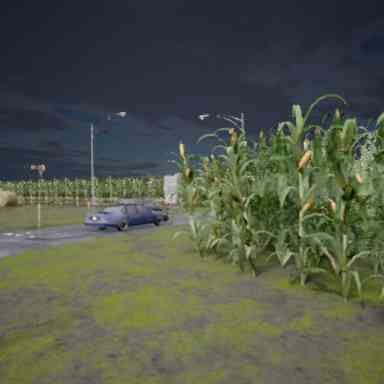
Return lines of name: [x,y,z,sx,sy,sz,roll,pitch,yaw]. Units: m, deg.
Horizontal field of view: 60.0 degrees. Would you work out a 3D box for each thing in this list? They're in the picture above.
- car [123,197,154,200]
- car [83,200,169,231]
car: [-4.215,1.213,23.438,2.097,1.767,4.553,-1,0,35]
car: [-3.619,1.392,19.267,2.033,1.411,5.357,-1,0,35]
